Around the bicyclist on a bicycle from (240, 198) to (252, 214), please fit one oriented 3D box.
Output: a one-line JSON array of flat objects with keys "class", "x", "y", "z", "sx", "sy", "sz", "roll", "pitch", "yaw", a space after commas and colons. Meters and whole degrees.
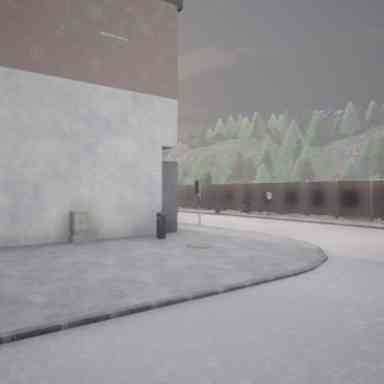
[{"class": "bicyclist on a bicycle", "x": 5.375, "y": 1.388, "z": 33.128, "sx": 1.656, "sy": 1.620, "sz": 0.582, "roll": 0, "pitch": 0, "yaw": -35}]
